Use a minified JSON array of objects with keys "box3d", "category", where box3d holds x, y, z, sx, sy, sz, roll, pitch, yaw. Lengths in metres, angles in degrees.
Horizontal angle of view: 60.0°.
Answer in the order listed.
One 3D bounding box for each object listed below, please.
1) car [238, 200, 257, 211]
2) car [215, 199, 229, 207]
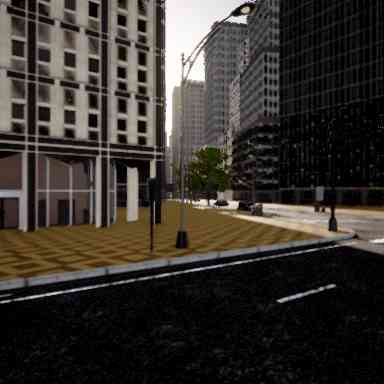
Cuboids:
[{"box3d":[7.693,1.834,45.851,2.128,1.511,4.902,0,0,-7],"category":"car"},{"box3d":[5.562,2.042,62.271,2.033,1.411,5.357,0,-1,-7],"category":"car"}]
